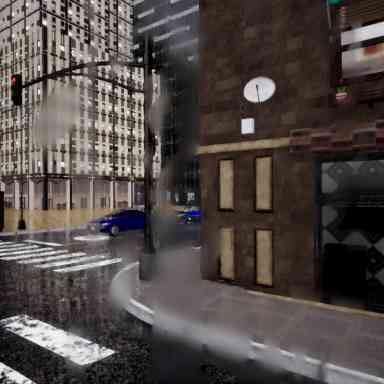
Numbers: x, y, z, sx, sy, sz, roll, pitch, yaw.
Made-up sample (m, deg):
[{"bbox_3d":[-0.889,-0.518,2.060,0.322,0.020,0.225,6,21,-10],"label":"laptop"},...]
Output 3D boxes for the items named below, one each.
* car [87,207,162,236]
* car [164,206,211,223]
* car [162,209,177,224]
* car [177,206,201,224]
[{"bbox_3d":[-4.181,1.774,20.258,1.812,1.442,4.674,-1,-1,33],"label":"car"},{"bbox_3d":[-0.330,1.975,30.490,2.008,1.369,4.403,-2,-2,35],"label":"car"},{"bbox_3d":[-3.533,1.894,25.934,2.008,1.369,4.403,-2,-2,35],"label":"car"},{"bbox_3d":[1.240,1.863,27.974,1.882,1.535,5.008,-1,-1,35],"label":"car"}]
